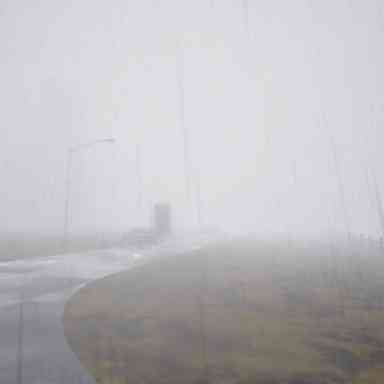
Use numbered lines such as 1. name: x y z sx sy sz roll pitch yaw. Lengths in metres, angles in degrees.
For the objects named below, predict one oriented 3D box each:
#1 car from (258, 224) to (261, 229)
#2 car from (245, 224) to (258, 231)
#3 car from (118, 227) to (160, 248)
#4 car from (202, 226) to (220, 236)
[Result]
1. car: 17.880 9.603 91.861 1.994 1.385 4.181 -1 -5 16
2. car: 13.254 8.131 75.984 1.837 1.490 4.892 -1 -5 16
3. car: -4.107 3.609 26.566 1.837 1.490 4.892 -1 -5 16
4. car: 2.968 5.846 50.603 2.033 1.411 5.357 -1 -5 17
